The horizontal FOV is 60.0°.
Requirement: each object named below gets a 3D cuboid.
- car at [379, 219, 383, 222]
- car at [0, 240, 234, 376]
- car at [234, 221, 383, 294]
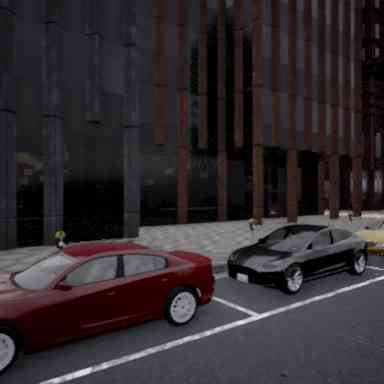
[{"bbox_3d":[7.359,1.493,11.903,4.829,1.417,1.752,0,0,-36],"label":"car"},{"bbox_3d":[-1.679,1.541,5.454,4.507,1.381,1.887,0,0,-36],"label":"car"},{"bbox_3d":[2.909,1.547,8.728,4.313,1.339,1.947,0,0,-36],"label":"car"}]
